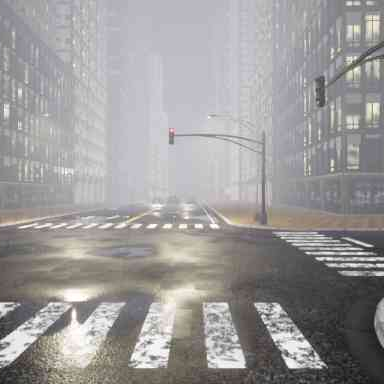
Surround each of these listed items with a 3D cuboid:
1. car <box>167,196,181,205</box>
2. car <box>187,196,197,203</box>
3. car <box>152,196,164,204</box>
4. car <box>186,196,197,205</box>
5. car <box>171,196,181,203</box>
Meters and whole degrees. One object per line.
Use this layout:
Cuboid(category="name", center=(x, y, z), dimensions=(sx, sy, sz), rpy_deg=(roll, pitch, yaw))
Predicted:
Cuboid(category="car", center=(-3.296, 1.453, 60.060), dimensions=(2.097, 1.767, 4.553), rpy_deg=(0, 0, 0))
Cuboid(category="car", center=(-0.054, 1.541, 70.510), dimensions=(1.994, 1.385, 4.181), rpy_deg=(0, 0, 0))
Cuboid(category="car", center=(-6.550, 1.608, 64.255), dimensions=(2.128, 1.511, 4.902), rpy_deg=(0, 0, 0))
Cuboid(category="car", center=(-0.046, 1.703, 60.537), dimensions=(1.895, 1.301, 4.718), rpy_deg=(0, 0, 0))
Cuboid(category="car", center=(-3.304, 1.566, 70.121), dimensions=(1.895, 1.301, 4.718), rpy_deg=(0, 0, 0))
